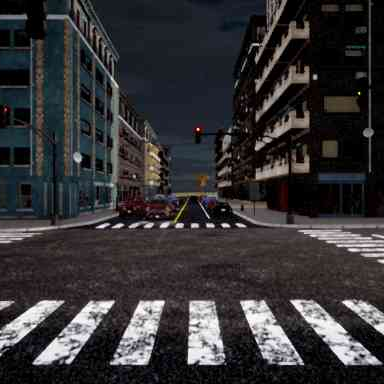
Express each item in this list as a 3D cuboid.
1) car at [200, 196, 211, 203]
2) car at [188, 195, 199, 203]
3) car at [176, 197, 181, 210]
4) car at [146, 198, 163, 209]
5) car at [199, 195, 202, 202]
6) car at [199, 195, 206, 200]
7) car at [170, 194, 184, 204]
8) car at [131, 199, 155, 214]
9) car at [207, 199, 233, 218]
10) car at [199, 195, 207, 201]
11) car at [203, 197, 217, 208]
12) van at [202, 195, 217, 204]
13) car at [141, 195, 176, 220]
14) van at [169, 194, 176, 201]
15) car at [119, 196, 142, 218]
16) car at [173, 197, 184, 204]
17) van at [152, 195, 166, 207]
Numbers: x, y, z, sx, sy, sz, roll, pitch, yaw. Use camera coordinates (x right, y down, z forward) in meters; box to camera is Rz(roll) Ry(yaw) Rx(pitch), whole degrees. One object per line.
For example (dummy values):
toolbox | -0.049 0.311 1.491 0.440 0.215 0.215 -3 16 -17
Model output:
car | 2.787 1.521 69.037 2.008 1.369 4.403 0 0 0
car | 0.318 1.476 68.725 1.837 1.490 4.892 0 0 0
car | -2.728 1.482 38.013 2.128 1.511 4.902 0 0 0
car | -5.164 1.530 46.854 1.887 1.381 4.507 0 0 0
car | 2.752 1.419 57.932 1.967 1.590 4.097 0 0 0
car | 2.858 1.494 91.245 1.887 1.381 4.507 0 0 0
car | -2.691 1.475 48.021 2.128 1.511 4.902 0 0 0
car | -5.200 1.536 35.750 1.887 1.381 4.507 0 0 0
car | 2.662 1.560 30.173 1.947 1.339 4.313 0 0 0
car | 2.840 1.500 85.693 1.887 1.381 4.507 0 0 0
car | 2.698 1.571 41.277 1.802 1.307 4.206 0 0 0
van | 2.717 1.327 46.829 1.690 1.788 3.998 0 0 0
car | -2.728 1.347 28.173 2.097 1.767 4.553 0 0 0
van | -5.039 1.296 85.717 1.690 1.788 3.998 0 0 0
car | -5.218 1.309 30.197 2.192 1.841 5.009 0 0 0
car | -2.549 1.575 64.032 1.895 1.301 4.718 0 0 0
van | -5.146 1.323 52.405 1.690 1.788 3.998 0 0 0
